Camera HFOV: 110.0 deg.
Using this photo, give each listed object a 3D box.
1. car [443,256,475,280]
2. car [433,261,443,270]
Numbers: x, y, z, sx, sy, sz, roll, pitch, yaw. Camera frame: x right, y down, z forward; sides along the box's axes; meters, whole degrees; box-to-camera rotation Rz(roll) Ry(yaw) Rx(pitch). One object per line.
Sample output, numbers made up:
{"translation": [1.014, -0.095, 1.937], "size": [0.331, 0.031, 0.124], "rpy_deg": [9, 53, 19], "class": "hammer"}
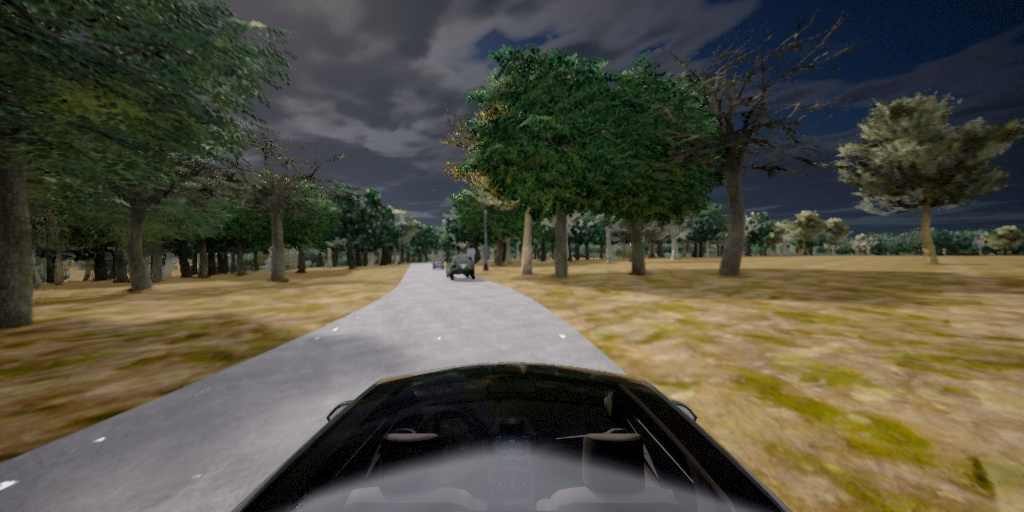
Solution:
{"translation": [-4.785, 1.027, 32.972], "size": [2.150, 2.045, 5.566], "rpy_deg": [0, 0, -15], "class": "car"}
{"translation": [-12.519, 1.529, 61.215], "size": [2.128, 1.511, 4.902], "rpy_deg": [0, 0, -15], "class": "car"}
